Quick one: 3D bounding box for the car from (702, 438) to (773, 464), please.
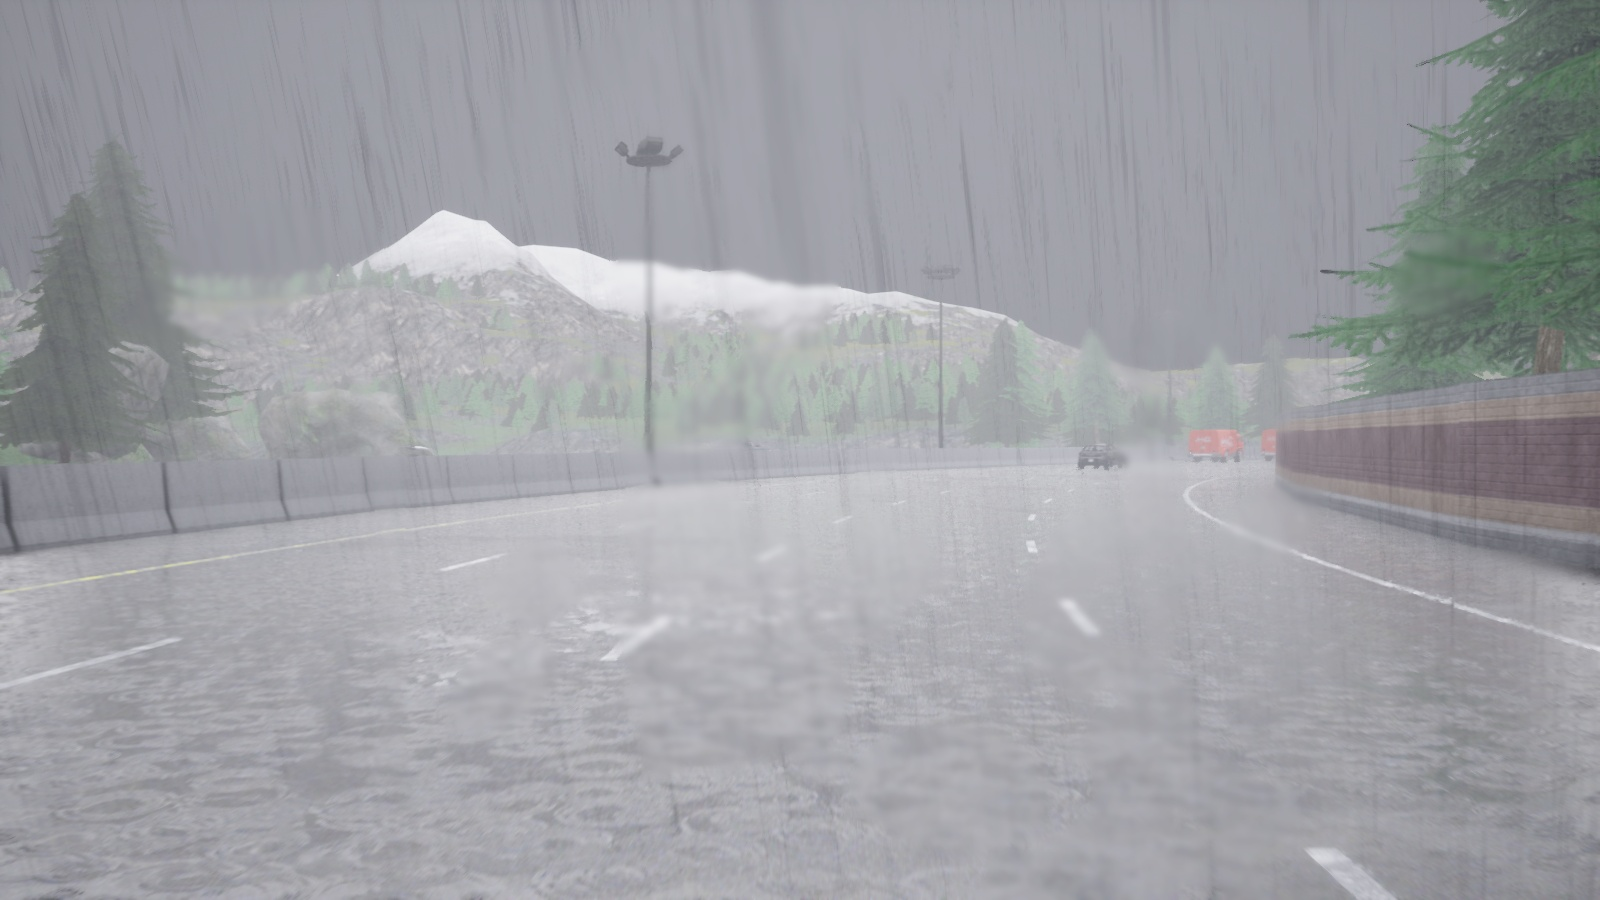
[{"bbox_3d":[-4.064,0.055,82.443,2.152,1.651,5.027,0,0,32],"label":"car"}]

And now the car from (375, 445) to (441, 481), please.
[{"bbox_3d":[-15.589,0.501,49.970,1.481,1.376,2.207,0,0,19],"label":"car"}]

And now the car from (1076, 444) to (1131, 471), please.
[{"bbox_3d":[16.881,0.387,69.731,1.816,1.474,4.193,0,0,31],"label":"car"}]
